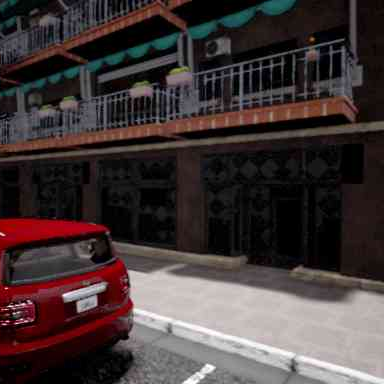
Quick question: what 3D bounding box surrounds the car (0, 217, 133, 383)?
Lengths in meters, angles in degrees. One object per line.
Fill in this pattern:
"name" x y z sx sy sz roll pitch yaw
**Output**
"car" -3.104 1.324 5.072 5.009 1.841 2.192 0 1 36
